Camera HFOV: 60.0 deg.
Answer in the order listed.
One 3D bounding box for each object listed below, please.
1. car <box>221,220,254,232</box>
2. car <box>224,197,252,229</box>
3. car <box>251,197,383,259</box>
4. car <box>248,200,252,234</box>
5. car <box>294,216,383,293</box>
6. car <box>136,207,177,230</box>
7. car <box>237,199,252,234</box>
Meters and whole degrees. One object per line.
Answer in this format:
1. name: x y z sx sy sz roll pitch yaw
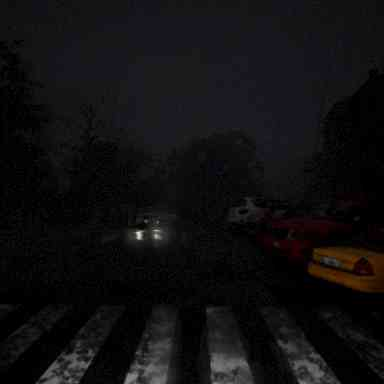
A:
1. car: 6.209 4.642 45.129 4.892 1.490 1.837 7 -9 -43
2. car: 4.840 1.411 19.938 5.566 2.045 2.435 3 -5 -21
3. car: 5.089 1.258 10.913 5.566 2.045 2.435 1 0 -21
4. car: 5.006 1.383 13.963 4.553 1.767 2.185 1 -1 -22
5. car: 5.346 1.511 7.968 5.366 1.575 1.946 1 0 -21
6. car: -2.977 2.327 29.515 2.150 2.045 5.566 -2 -7 15
7. car: 4.975 1.420 16.987 4.553 1.767 2.185 2 -3 -22
